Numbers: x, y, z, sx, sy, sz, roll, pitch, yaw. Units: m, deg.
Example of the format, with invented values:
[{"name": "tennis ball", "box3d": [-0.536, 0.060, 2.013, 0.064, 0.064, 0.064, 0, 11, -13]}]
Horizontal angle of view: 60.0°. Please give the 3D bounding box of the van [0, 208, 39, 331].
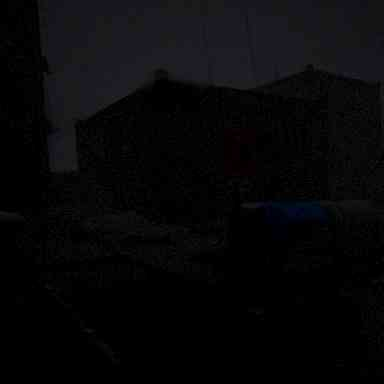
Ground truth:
[{"name": "van", "box3d": [-4.200, 1.253, 6.151, 1.878, 1.987, 4.442, 0, 0, -36]}]
